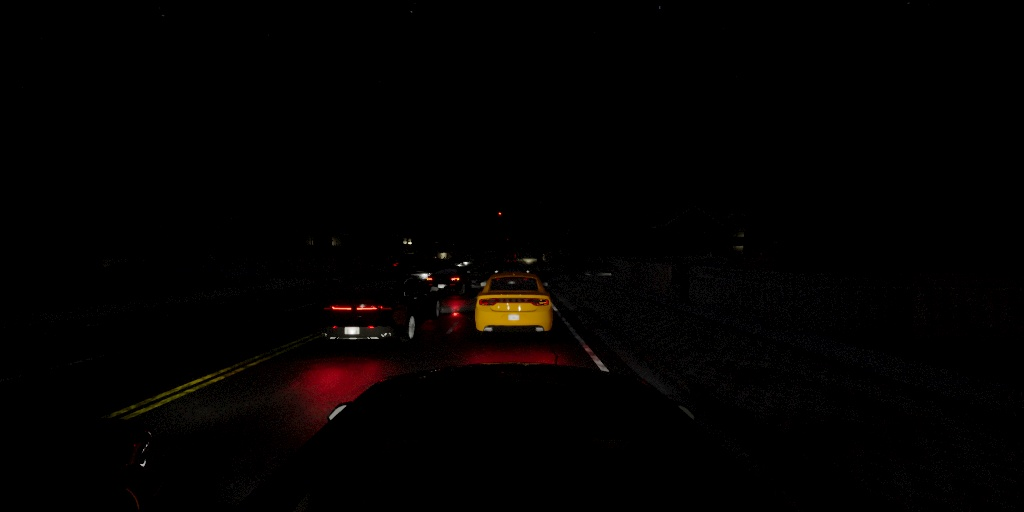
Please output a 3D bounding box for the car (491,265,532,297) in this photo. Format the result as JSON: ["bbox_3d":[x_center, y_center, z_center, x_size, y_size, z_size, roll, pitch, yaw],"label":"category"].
[{"bbox_3d":[0.008,1.247,19.364,1.994,1.385,4.181,0,0,1],"label":"car"}]

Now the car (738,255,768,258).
[{"bbox_3d":[22.769,0.735,34.778,4.553,1.767,2.097,0,1,-2],"label":"car"}]

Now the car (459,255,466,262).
[{"bbox_3d":[-9.914,0.655,63.949,1.882,1.535,5.008,0,1,0],"label":"car"}]

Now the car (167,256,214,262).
[{"bbox_3d":[-27.892,1.023,31.367,5.566,2.045,2.150,-1,1,3],"label":"car"}]

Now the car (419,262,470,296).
[{"bbox_3d":[-3.248,1.212,18.899,1.812,1.442,4.674,0,0,1],"label":"car"}]

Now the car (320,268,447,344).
[{"bbox_3d":[-3.190,1.239,9.590,1.837,1.490,4.892,0,0,0],"label":"car"}]

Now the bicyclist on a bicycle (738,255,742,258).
[{"bbox_3d":[18.406,0.782,28.792,0.582,1.620,1.656,0,0,-2],"label":"bicyclist on a bicycle"}]

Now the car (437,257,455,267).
[{"bbox_3d":[-9.934,0.904,54.343,1.994,1.385,4.181,0,1,0],"label":"car"}]

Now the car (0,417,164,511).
[{"bbox_3d":[-3.149,1.228,0.180,1.882,1.535,5.008,0,0,0],"label":"car"}]

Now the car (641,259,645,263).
[{"bbox_3d":[12.793,1.012,34.519,5.357,1.411,2.033,-1,1,-6],"label":"car"}]

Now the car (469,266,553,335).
[{"bbox_3d":[0.062,1.209,10.475,1.882,1.535,5.008,0,0,0],"label":"car"}]

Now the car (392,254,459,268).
[{"bbox_3d":[-8.139,0.864,32.929,5.566,2.045,2.150,-1,1,-22],"label":"car"}]
